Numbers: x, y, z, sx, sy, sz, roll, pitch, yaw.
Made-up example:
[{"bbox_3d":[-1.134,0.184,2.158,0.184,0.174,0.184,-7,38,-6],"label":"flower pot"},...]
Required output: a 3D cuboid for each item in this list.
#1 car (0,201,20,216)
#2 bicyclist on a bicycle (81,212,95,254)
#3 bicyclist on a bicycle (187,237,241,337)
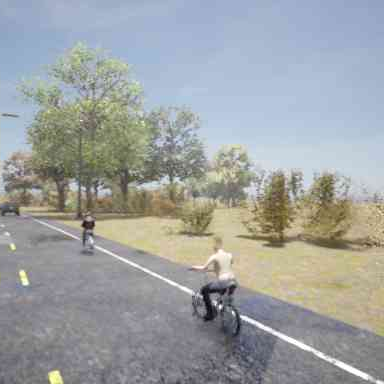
[{"bbox_3d":[-26.073,2.357,47.687,2.150,2.045,5.566,1,-2,-33],"label":"car"},{"bbox_3d":[-4.546,1.752,14.429,0.659,1.776,1.843,1,-2,-30],"label":"bicyclist on a bicycle"},{"bbox_3d":[0.402,1.619,5.998,0.866,1.612,1.509,1,-2,-30],"label":"bicyclist on a bicycle"}]
